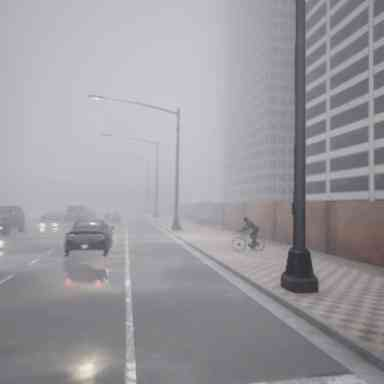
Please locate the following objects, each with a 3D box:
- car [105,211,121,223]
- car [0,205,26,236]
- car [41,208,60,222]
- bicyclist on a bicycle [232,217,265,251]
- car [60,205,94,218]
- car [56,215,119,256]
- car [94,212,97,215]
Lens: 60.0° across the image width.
[{"bbox_3d":[-9.942,3.090,41.496,1.994,1.385,4.181,2,-2,-11],"label":"car"},{"bbox_3d":[-13.729,1.962,23.892,2.150,2.045,5.566,1,-2,-11],"label":"car"},{"bbox_3d":[-17.043,2.969,40.764,1.895,1.301,4.718,1,-2,-11],"label":"car"},{"bbox_3d":[2.681,2.003,15.706,1.656,1.620,0.582,1,-2,-11],"label":"bicyclist on a bicycle"},{"bbox_3d":[-12.612,2.508,36.787,2.150,2.045,5.566,1,-2,-11],"label":"car"},{"bbox_3d":[-4.787,2.062,15.781,2.128,1.511,4.902,1,-2,-11],"label":"car"},{"bbox_3d":[-14.880,3.202,47.827,1.837,1.490,4.892,1,-2,-11],"label":"car"}]
